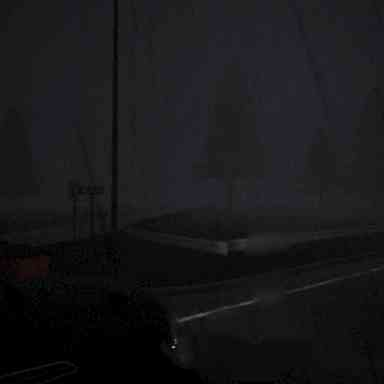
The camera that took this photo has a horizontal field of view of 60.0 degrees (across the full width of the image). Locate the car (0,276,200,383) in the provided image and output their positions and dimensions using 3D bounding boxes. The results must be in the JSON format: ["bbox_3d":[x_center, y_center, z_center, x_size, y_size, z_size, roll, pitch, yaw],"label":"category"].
[{"bbox_3d":[-2.588,1.214,1.899,5.566,2.045,2.150,0,0,-35],"label":"car"}]
